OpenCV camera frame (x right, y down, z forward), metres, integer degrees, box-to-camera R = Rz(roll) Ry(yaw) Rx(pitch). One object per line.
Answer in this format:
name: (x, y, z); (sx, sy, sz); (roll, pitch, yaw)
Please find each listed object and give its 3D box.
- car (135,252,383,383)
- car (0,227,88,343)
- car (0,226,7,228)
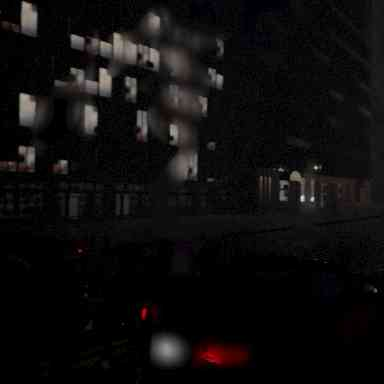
car: (1.360, 1.561, 4.550); (4.181, 1.385, 1.994); (0, 0, -36)
car: (-4.067, 1.501, 4.850); (4.902, 1.511, 2.128); (0, 0, -36)
car: (-5.327, 1.559, 7.907); (5.357, 1.411, 2.033); (0, 0, -36)
